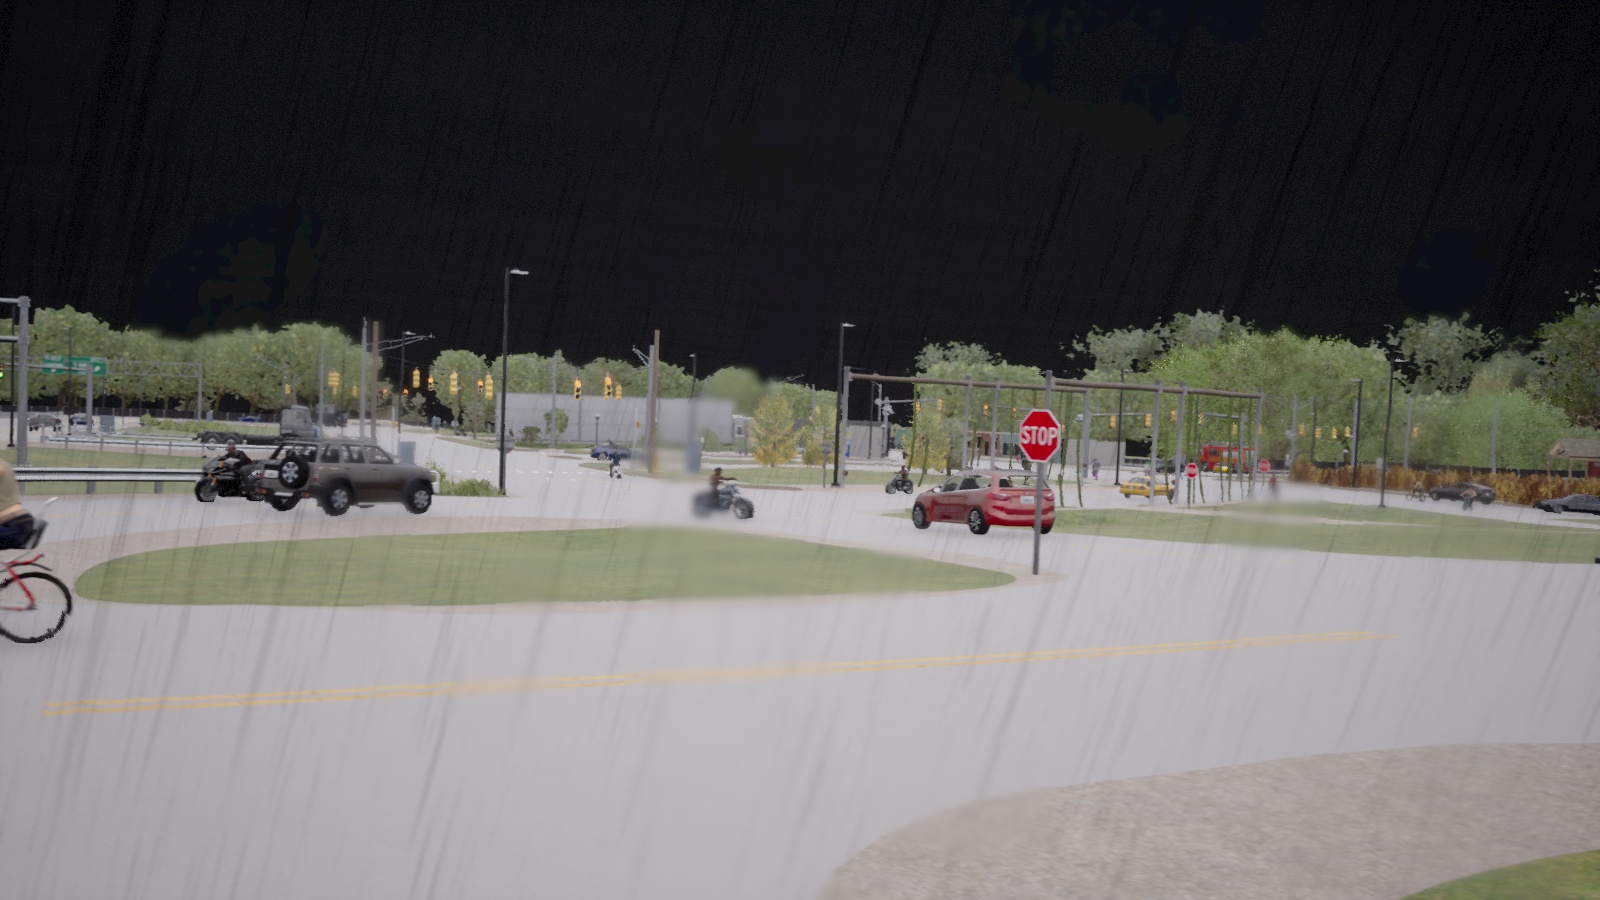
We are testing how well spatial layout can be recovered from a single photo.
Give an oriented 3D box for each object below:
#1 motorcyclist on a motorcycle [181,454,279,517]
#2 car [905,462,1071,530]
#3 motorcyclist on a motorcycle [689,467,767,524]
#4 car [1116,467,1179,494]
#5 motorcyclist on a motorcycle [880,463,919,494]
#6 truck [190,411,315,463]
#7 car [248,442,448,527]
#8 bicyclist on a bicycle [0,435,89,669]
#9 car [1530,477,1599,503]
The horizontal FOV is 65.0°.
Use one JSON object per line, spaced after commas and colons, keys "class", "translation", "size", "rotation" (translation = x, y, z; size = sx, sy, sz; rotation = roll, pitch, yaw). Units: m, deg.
{"class": "motorcyclist on a motorcycle", "translation": [-14.602, 0.894, 32.231], "size": [0.866, 1.530, 2.191], "rotation": [2, 0, 24]}
{"class": "car", "translation": [4.898, 1.191, 33.516], "size": [2.242, 1.667, 4.611], "rotation": [0, -1, -24]}
{"class": "motorcyclist on a motorcycle", "translation": [-2.207, 1.372, 38.295], "size": [2.350, 1.649, 0.766], "rotation": [0, 2, 33]}
{"class": "car", "translation": [22.274, 1.931, 80.429], "size": [1.801, 1.575, 5.366], "rotation": [3, 2, 40]}
{"class": "motorcyclist on a motorcycle", "translation": [5.391, 1.525, 67.881], "size": [0.766, 1.649, 2.350], "rotation": [3, 2, 40]}
{"class": "truck", "translation": [-38.809, -0.934, 89.211], "size": [7.936, 3.462, 2.891], "rotation": [1, 1, -23]}
{"class": "car", "translation": [-10.918, 0.828, 30.739], "size": [1.932, 1.855, 4.605], "rotation": [2, -1, 23]}
{"class": "bicyclist on a bicycle", "translation": [-6.029, 0.711, 8.953], "size": [1.509, 1.612, 0.866], "rotation": [1, -2, -18]}
{"class": "car", "translation": [52.202, 2.714, 84.067], "size": [5.357, 1.411, 2.033], "rotation": [3, 2, 11]}
